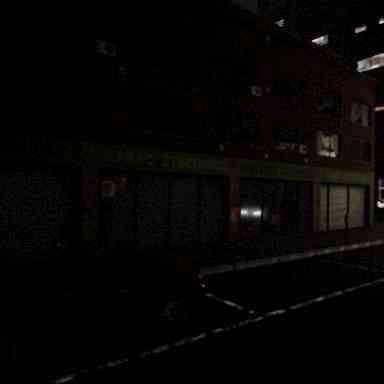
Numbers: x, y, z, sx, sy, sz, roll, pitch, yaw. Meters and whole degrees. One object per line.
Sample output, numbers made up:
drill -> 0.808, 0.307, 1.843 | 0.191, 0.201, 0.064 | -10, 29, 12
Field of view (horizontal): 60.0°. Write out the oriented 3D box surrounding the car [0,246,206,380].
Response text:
car -> -1.669, 1.593, 5.368 | 4.206, 1.307, 1.802 | 0, 1, -36
